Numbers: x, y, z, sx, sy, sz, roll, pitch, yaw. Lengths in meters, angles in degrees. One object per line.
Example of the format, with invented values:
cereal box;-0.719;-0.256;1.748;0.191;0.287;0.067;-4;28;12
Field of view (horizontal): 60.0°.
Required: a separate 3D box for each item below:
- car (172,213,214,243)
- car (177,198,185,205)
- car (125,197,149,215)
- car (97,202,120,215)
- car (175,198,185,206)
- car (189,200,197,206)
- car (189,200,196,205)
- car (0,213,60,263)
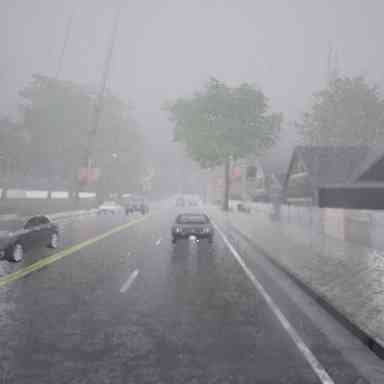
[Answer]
car;0.037;1.727;16.794;1.895;1.301;4.718;0;0;0
car;-3.040;2.664;91.925;2.150;2.045;5.566;0;-2;0
car;-6.414;1.587;39.543;2.150;2.045;5.566;0;-1;0
car;-9.672;1.886;38.972;1.812;1.442;4.674;0;-1;0
car;-3.064;2.797;81.893;1.994;1.385;4.181;0;-2;0
car;0.186;2.804;81.873;1.994;1.385;4.181;0;-2;0
car;0.209;2.946;91.880;1.837;1.490;4.892;0;-2;0
car;-6.565;1.579;12.358;1.837;1.490;4.892;0;-1;0
